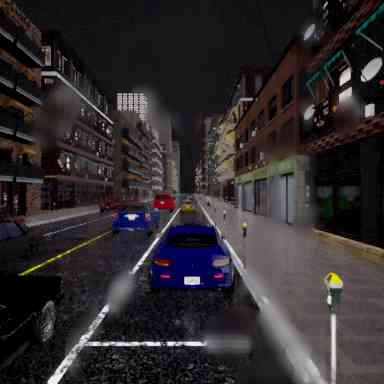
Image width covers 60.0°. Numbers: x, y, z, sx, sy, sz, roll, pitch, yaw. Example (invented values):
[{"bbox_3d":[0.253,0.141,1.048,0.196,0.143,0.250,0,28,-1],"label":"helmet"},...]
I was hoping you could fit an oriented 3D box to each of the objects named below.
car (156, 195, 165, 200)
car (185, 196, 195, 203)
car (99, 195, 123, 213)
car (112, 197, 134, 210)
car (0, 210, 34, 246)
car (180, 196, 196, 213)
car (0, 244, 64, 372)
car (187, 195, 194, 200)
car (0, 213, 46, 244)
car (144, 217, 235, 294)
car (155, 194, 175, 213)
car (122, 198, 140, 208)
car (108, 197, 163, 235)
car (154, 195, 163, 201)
[{"bbox_3d":[-8.834,1.539,93.519,2.008,1.369,4.403,0,0,0],"label":"car"},{"bbox_3d":[-0.453,1.545,70.970,2.008,1.369,4.403,0,0,0],"label":"car"},{"bbox_3d":[-8.833,1.314,37.157,2.192,1.841,5.009,0,0,0],"label":"car"},{"bbox_3d":[-8.834,1.439,42.793,1.967,1.590,4.097,0,0,0],"label":"car"},{"bbox_3d":[-8.835,1.583,14.612,1.802,1.307,4.206,0,0,0],"label":"car"},{"bbox_3d":[-0.454,1.525,37.323,1.752,1.417,4.829,0,0,0],"label":"car"},{"bbox_3d":[-3.045,1.601,3.424,1.895,1.301,4.718,0,0,0],"label":"car"},{"bbox_3d":[-0.452,1.513,93.685,1.752,1.417,4.829,0,0,0],"label":"car"},{"bbox_3d":[-6.244,1.548,9.789,2.033,1.411,5.357,0,0,0],"label":"car"},{"bbox_3d":[0.004,1.526,8.649,1.812,1.442,4.674,0,0,0],"label":"car"},{"bbox_3d":[-3.144,1.221,37.685,2.150,2.045,5.566,0,0,0],"label":"car"},{"bbox_3d":[-8.834,1.543,48.430,1.887,1.381,4.507,0,0,0],"label":"car"},{"bbox_3d":[-3.044,1.352,18.921,2.097,1.767,4.553,0,0,0],"label":"car"},{"bbox_3d":[-8.834,1.541,87.882,2.008,1.369,4.403,0,0,0],"label":"car"}]
